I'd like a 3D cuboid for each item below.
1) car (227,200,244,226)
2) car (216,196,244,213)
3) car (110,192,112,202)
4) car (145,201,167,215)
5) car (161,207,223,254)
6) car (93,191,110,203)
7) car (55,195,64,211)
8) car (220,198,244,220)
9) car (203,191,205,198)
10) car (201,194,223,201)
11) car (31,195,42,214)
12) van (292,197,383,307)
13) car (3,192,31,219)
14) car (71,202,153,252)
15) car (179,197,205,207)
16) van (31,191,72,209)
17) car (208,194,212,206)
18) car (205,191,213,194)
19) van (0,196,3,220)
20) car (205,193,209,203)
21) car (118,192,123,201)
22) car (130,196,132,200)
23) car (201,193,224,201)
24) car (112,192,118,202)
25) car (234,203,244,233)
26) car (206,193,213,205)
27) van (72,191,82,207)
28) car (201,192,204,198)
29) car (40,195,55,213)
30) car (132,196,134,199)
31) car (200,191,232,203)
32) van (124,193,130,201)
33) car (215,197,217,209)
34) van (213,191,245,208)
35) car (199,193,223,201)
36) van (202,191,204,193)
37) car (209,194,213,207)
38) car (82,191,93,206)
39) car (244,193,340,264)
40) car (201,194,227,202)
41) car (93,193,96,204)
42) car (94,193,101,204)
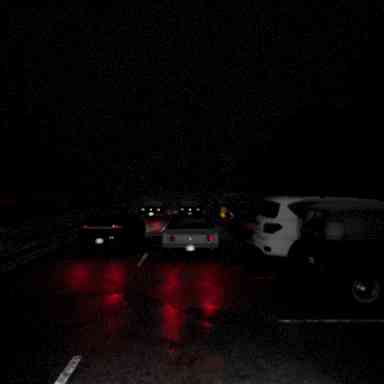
[{"bbox_3d":[4.551,1.354,18.131,4.792,1.488,2.163,0,0,0],"label":"car"},{"bbox_3d":[4.671,1.284,23.646,5.366,1.575,1.946,0,0,0],"label":"car"},{"bbox_3d":[-16.064,1.158,52.850,5.366,1.575,1.946,0,0,0],"label":"car"},{"bbox_3d":[-3.141,1.383,27.786,1.895,1.301,4.718,0,0,0],"label":"car"},{"bbox_3d":[-0.043,1.485,12.804,1.895,1.301,4.718,0,0,0],"label":"car"},{"bbox_3d":[-15.833,0.916,49.946,5.566,2.045,2.435,0,0,0],"label":"car"},{"bbox_3d":[-15.762,1.261,33.273,4.674,1.452,2.002,0,0,0],"label":"car"},{"bbox_3d":[4.497,1.306,20.889,4.892,1.521,2.231,0,0,0],"label":"car"},{"bbox_3d":[4.353,1.046,48.458,4.553,1.767,2.185,0,0,0],"label":"car"},{"bbox_3d":[4.174,1.152,70.521,4.674,1.452,2.002,0,0,0],"label":"car"},{"bbox_3d":[-15.727,1.249,27.841,4.892,1.521,2.231,0,0,0],"label":"car"},{"bbox_3d":[4.711,1.187,7.102,4.442,1.987,1.878,0,1,0],"label":"van"},{"bbox_3d":[-15.689,1.011,25.059,5.566,2.045,2.435,0,0,0],"label":"car"},{"bbox_3d":[-3.041,1.372,13.367,2.128,1.511,4.902,0,0,0],"label":"car"},{"bbox_3d":[-0.142,1.382,27.805,1.895,1.301,4.718,0,0,0],"label":"car"},{"bbox_3d":[-15.899,0.983,36.176,4.442,1.987,1.878,0,0,0],"label":"van"},{"bbox_3d":[4.407,1.226,34.673,4.892,1.521,2.231,0,0,0],"label":"car"},{"bbox_3d":[4.327,1.064,42.943,4.553,1.767,2.185,0,0,0],"label":"car"},{"bbox_3d":[-15.585,1.053,22.282,4.442,1.987,1.878,0,0,0],"label":"van"},{"bbox_3d":[4.370,1.202,40.187,4.892,1.521,2.231,0,0,0],"label":"car"},{"bbox_3d":[-15.921,1.148,61.064,5.008,1.535,2.097,0,0,0],"label":"car"},{"bbox_3d":[-16.023,0.988,72.311,4.553,1.767,2.185,0,0,0],"label":"car"},{"bbox_3d":[4.163,0.999,67.762,4.553,1.767,2.185,0,0,0],"label":"car"},{"bbox_3d":[-15.924,0.905,55.631,5.566,2.045,2.435,0,0,0],"label":"car"},{"bbox_3d":[4.543,1.385,15.375,4.674,1.452,2.002,0,0,0],"label":"car"},{"bbox_3d":[4.389,1.213,37.430,4.892,1.521,2.231,0,0,0],"label":"car"},{"bbox_3d":[-15.681,0.971,38.955,4.442,1.987,1.878,0,0,0],"label":"van"},{"bbox_3d":[4.309,1.165,51.215,5.008,1.535,2.097,0,0,0],"label":"car"},{"bbox_3d":[-15.720,1.263,30.619,4.792,1.488,2.163,0,0,0],"label":"car"},{"bbox_3d":[-15.994,1.104,77.747,4.792,1.488,2.163,0,0,0],"label":"car"},{"bbox_3d":[4.278,0.895,59.487,5.566,2.045,2.435,0,0,0],"label":"car"},{"bbox_3d":[-15.858,0.904,69.404,4.442,1.987,1.878,0,0,0],"label":"van"},{"bbox_3d":[4.465,1.310,26.403,4.674,1.452,2.002,0,0,0],"label":"car"},{"bbox_3d":[4.333,1.029,29.034,4.442,1.987,1.878,0,0,0],"label":"van"},{"bbox_3d":[4.164,1.099,73.276,5.008,1.535,2.097,0,0,0],"label":"car"},{"bbox_3d":[4.169,0.932,53.971,4.442,1.987,1.878,0,0,0],"label":"van"},{"bbox_3d":[4.425,1.240,31.917,4.892,1.521,2.231,0,0,0],"label":"car"},{"bbox_3d":[-15.842,0.937,41.734,5.566,2.045,2.435,0,0,0],"label":"car"},{"bbox_3d":[4.605,1.137,9.859,5.566,2.045,2.435,0,0,0],"label":"car"},{"bbox_3d":[4.219,1.135,65.001,4.892,1.521,2.231,0,0,0],"label":"car"},{"bbox_3d":[-15.828,1.220,44.514,4.674,1.452,2.002,0,0,0],"label":"car"},{"bbox_3d":[-15.843,1.213,47.228,4.674,1.452,2.002,0,0,0],"label":"car"}]
